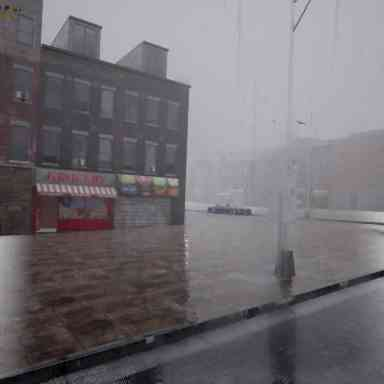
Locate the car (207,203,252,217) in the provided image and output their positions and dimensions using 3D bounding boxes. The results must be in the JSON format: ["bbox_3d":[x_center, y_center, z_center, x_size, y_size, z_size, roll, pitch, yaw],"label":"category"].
[{"bbox_3d":[3.590,1.719,32.106,1.895,1.301,4.718,3,-2,-35],"label":"car"}]
